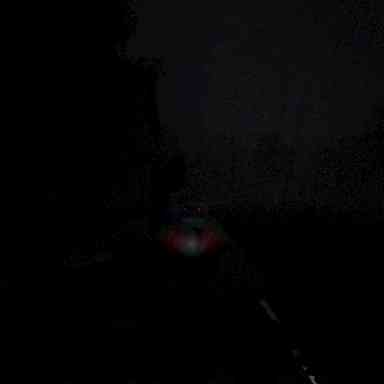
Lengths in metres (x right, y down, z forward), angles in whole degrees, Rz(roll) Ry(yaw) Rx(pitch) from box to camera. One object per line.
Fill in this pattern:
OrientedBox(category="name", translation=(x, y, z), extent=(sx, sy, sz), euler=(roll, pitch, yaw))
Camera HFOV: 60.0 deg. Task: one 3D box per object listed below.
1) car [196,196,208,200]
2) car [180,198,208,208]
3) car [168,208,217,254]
OrientedBox(category="car", translation=(1.782, 1.484, 66.807), extent=(2.033, 1.411, 5.357), euler=(-1, 0, 18))
OrientedBox(category="car", translation=(0.027, 1.582, 28.473), extent=(2.128, 1.511, 4.902), euler=(0, 1, 0))
OrientedBox(category="car", translation=(0.027, 1.628, 13.891), extent=(1.812, 1.442, 4.674), euler=(0, 0, 1))
